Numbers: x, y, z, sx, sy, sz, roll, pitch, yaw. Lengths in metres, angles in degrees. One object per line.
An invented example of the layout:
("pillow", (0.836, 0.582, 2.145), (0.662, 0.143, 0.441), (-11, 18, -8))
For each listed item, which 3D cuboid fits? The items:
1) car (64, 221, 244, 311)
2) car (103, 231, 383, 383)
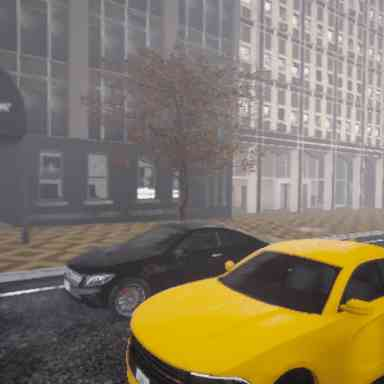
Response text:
("car", (-0.221, 1.373, 7.049), (4.674, 1.442, 1.812), (1, 1, -34))
("car", (1.628, 1.421, 4.375), (5.008, 1.535, 1.882), (1, 1, -34))
